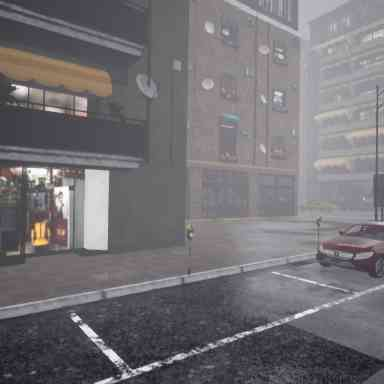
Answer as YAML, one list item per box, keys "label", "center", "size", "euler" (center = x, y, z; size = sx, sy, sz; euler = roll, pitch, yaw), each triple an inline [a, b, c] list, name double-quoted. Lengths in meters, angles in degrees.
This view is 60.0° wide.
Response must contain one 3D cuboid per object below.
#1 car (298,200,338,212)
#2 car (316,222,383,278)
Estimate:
- label: "car"
  center: [15.268, 1.707, 40.744]
  size: [1.752, 1.417, 4.829]
  euler: [1, -1, -36]
- label: "car"
  center: [5.549, 1.588, 10.109]
  size: [4.206, 1.307, 1.802]
  euler: [0, 1, -36]
